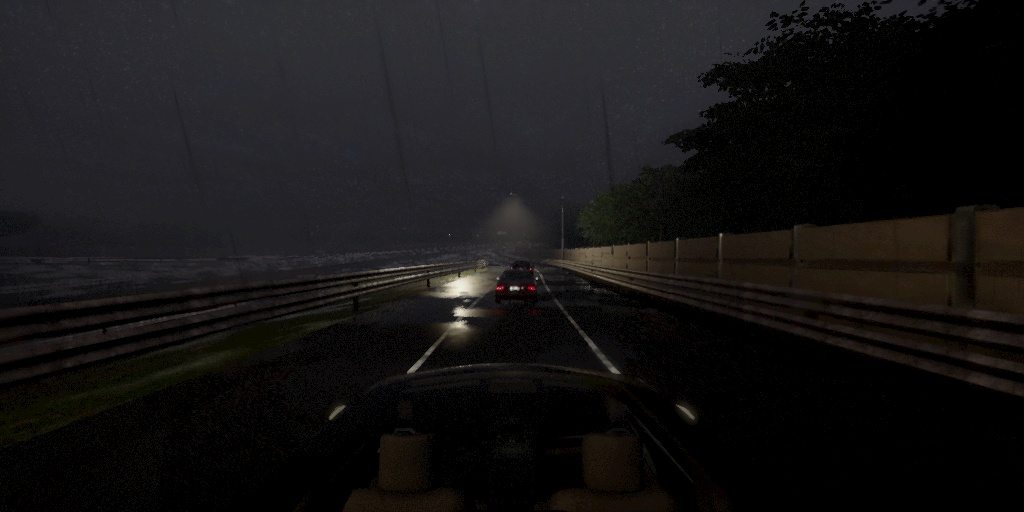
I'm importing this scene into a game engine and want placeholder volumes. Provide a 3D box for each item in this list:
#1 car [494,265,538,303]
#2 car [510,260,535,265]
[{"bbox_3d":[0.223,1.303,16.407,2.033,1.411,5.357,0,0,2],"label":"car"},{"bbox_3d":[0.894,1.098,31.318,2.097,1.767,4.553,0,0,3],"label":"car"}]
